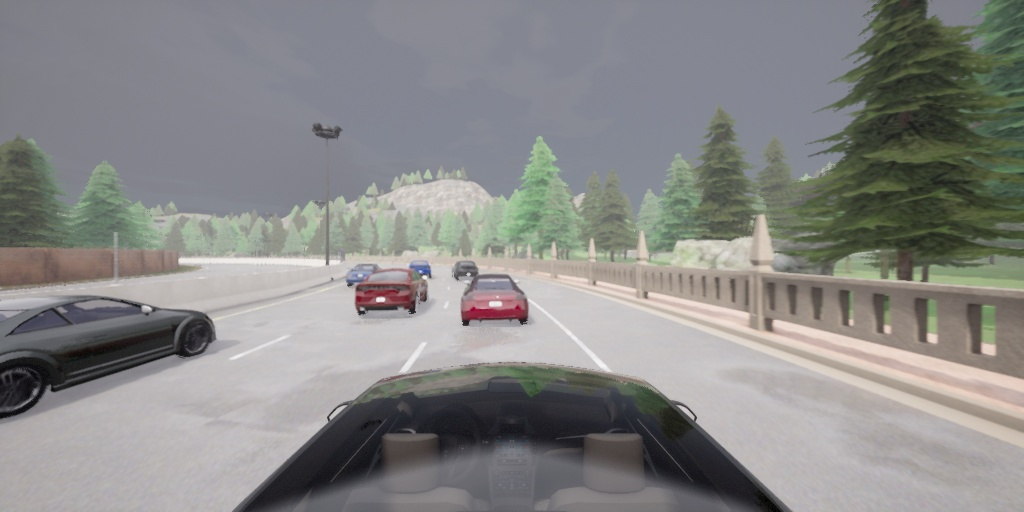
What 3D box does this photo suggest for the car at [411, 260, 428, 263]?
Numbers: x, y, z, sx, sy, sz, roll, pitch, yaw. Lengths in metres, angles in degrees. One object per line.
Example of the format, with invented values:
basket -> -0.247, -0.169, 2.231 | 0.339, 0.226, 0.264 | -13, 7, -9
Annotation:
car -> -8.190, 1.107, 31.614 | 1.882, 1.535, 5.008 | 0, 0, -17

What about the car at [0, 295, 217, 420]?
car -> -7.181, 1.319, 5.818 | 1.994, 1.385, 4.181 | 0, 0, -2

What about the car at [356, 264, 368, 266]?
car -> -9.693, 1.220, 24.018 | 2.033, 1.411, 5.357 | 0, 0, -13

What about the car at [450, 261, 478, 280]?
car -> -3.895, 1.131, 29.337 | 1.837, 1.490, 4.892 | 0, 0, -15

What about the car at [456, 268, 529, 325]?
car -> -0.635, 1.266, 11.760 | 1.994, 1.385, 4.181 | 0, 0, -5

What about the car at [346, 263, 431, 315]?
car -> -4.327, 1.184, 13.487 | 1.882, 1.535, 5.008 | 0, 0, -7
